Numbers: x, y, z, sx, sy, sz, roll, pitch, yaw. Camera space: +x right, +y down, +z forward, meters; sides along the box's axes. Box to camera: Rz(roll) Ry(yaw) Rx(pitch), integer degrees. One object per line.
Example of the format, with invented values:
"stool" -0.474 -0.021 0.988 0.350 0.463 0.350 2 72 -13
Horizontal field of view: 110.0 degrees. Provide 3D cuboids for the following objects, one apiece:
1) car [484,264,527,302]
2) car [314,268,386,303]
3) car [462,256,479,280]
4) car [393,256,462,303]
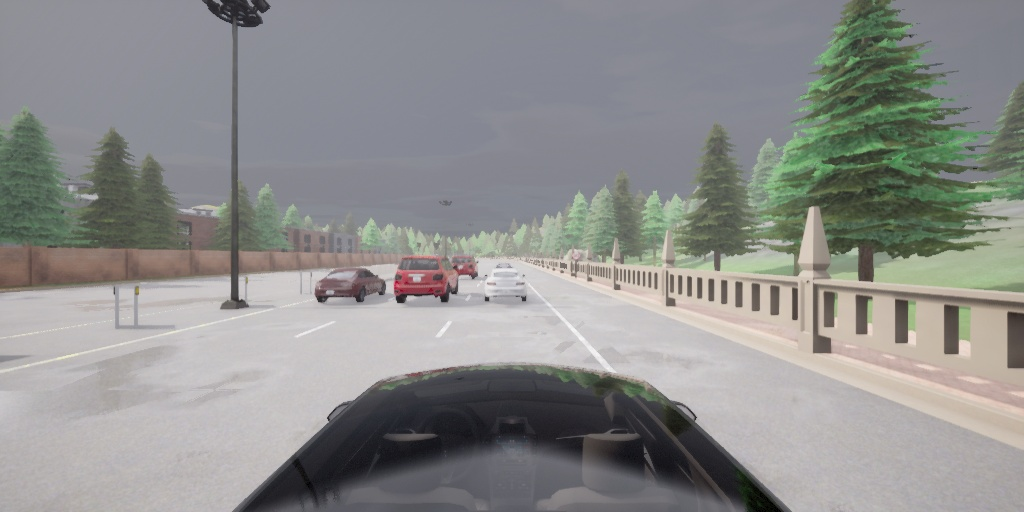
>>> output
"car" -0.318 1.280 16.807 1.812 1.442 4.674 0 0 -2
"car" -7.313 1.280 16.558 1.812 1.442 4.674 0 0 -2
"car" -4.209 1.005 31.643 2.150 2.045 5.566 0 0 -1
"car" -3.817 1.005 16.713 2.150 2.045 5.566 0 0 -2
